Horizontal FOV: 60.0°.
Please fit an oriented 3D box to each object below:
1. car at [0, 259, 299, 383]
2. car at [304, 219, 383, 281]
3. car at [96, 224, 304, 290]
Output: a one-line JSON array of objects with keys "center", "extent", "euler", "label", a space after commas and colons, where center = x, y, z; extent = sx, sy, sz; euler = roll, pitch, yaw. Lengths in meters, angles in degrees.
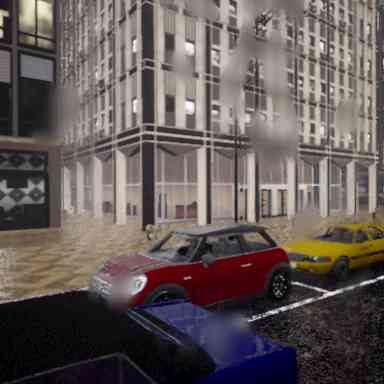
[{"center": [-1.449, 1.600, 2.344], "extent": [4.718, 1.301, 1.895], "euler": [0, 0, -36], "label": "car"}, {"center": [4.451, 1.496, 9.740], "extent": [4.829, 1.417, 1.752], "euler": [0, 0, -36], "label": "car"}, {"center": [0.071, 1.428, 6.614], "extent": [4.097, 1.590, 1.967], "euler": [0, 0, -36], "label": "car"}]
